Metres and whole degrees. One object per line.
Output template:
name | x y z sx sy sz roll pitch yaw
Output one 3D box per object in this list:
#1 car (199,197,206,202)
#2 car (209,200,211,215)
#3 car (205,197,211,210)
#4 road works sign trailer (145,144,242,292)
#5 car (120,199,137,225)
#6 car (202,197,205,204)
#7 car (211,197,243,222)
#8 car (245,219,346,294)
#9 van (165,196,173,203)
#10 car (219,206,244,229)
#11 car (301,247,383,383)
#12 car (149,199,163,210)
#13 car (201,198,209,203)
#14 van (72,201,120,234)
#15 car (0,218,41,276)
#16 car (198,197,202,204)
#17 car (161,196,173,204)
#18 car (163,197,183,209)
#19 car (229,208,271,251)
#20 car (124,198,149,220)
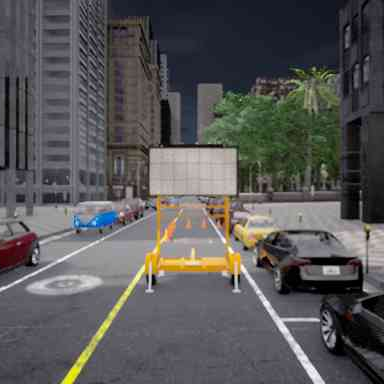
car | 3.058 2.066 95.373 1.802 1.307 4.206 0 0 0
car | 2.859 1.709 30.843 1.752 1.417 4.829 0 0 0
car | 2.876 1.530 36.161 2.192 1.841 5.009 0 0 0
road works sign trailer | 0.030 0.519 9.037 2.380 3.560 2.880 0 0 0
car | -5.683 1.594 25.227 1.967 1.590 4.097 0 0 0
car | 2.910 1.590 47.135 2.192 1.841 5.009 0 0 0
car | 2.842 1.465 25.188 2.192 1.841 5.009 0 0 0
car | 2.792 1.618 8.727 1.947 1.339 4.313 0 0 0
van | -5.517 1.766 79.158 1.690 1.788 3.998 0 0 0
car | 2.825 1.699 19.700 1.802 1.307 4.206 0 0 0
car | 2.775 1.585 3.240 1.947 1.339 4.313 0 0 0
car | -5.616 1.845 47.178 1.947 1.339 4.313 0 0 0
car | 3.008 2.003 79.112 1.802 1.307 4.206 0 0 0
van | -5.700 1.462 19.740 1.690 1.788 3.998 0 0 0
car | -5.733 1.496 8.765 1.967 1.590 4.097 0 0 0
car | 2.991 1.964 73.692 1.947 1.339 4.313 0 0 0
car | -5.534 1.717 73.738 2.192 1.841 5.009 0 0 0
car | -2.846 1.790 50.617 2.128 1.511 4.902 0 0 0
car | 2.809 1.611 14.383 1.752 1.417 4.829 0 0 0
car | -5.666 1.502 30.715 2.192 1.841 5.009 0 0 0
